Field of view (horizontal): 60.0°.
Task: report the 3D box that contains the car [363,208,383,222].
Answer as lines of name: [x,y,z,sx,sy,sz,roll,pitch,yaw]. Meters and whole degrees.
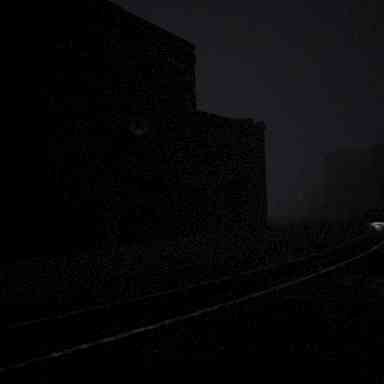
car: [19.885,2.470,35.630,2.033,1.411,5.357,-2,-3,14]
